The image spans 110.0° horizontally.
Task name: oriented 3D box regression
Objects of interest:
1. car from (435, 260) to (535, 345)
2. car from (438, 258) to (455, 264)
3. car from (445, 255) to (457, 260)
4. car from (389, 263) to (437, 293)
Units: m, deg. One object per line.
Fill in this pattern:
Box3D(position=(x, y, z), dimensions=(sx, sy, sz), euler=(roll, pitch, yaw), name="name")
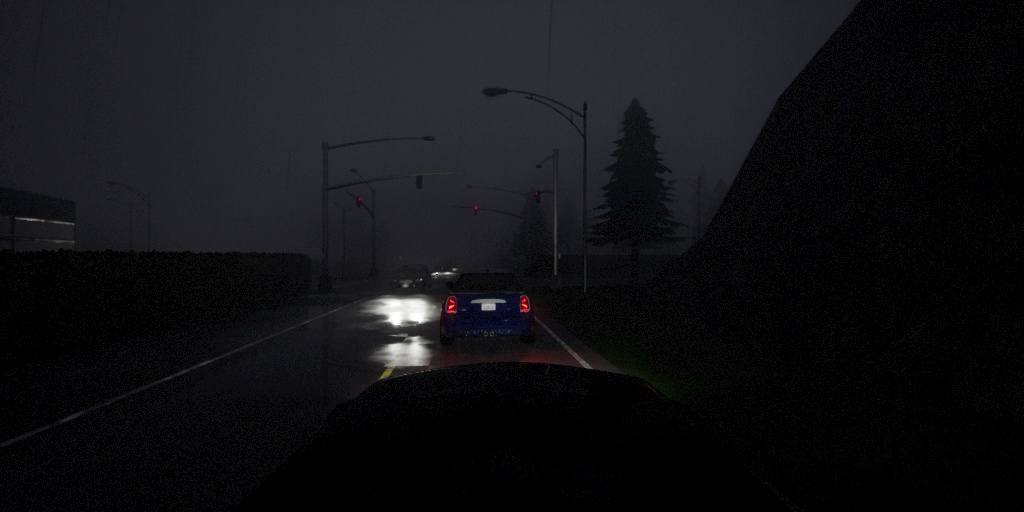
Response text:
Box3D(position=(-0.730, 1.101, 9.739), dimensions=(2.097, 1.767, 4.553), euler=(0, 0, -6), name="car")
Box3D(position=(-8.553, 1.308, 44.818), dimensions=(1.994, 1.385, 4.181), euler=(0, 0, -7), name="car")
Box3D(position=(-10.243, 0.955, 59.235), dimensions=(2.150, 2.045, 5.566), euler=(0, 1, -7), name="car")
Box3D(position=(-5.706, 1.239, 20.679), dimensions=(2.128, 1.511, 4.902), euler=(0, 0, -7), name="car")
